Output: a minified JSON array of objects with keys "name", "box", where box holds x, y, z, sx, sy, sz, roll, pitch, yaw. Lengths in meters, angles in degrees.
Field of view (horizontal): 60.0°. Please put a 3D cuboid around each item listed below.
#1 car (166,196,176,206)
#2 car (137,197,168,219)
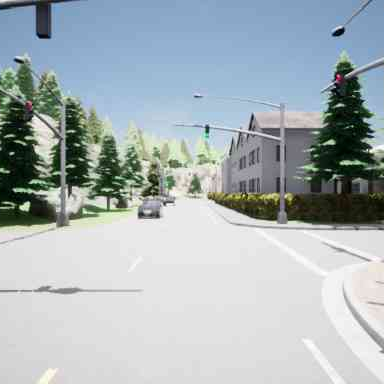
[{"name":"car","box":[-3.572,1.389,53.644,2.033,1.411,5.357,0,0,0]},{"name":"car","box":[-3.539,1.490,28.748,2.128,1.511,4.902,0,0,0]}]
